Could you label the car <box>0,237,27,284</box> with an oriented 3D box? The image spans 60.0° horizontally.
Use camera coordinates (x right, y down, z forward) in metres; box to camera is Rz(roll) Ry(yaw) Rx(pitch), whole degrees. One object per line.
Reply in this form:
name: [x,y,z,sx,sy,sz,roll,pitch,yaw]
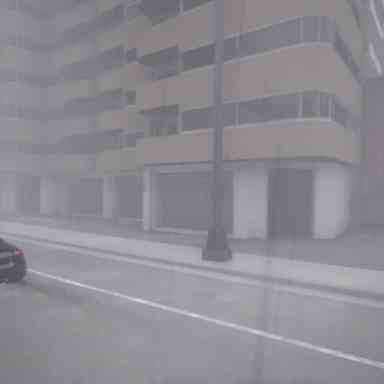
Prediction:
car: [-5.949,1.506,8.239,4.181,1.385,1.994,1,0,36]
